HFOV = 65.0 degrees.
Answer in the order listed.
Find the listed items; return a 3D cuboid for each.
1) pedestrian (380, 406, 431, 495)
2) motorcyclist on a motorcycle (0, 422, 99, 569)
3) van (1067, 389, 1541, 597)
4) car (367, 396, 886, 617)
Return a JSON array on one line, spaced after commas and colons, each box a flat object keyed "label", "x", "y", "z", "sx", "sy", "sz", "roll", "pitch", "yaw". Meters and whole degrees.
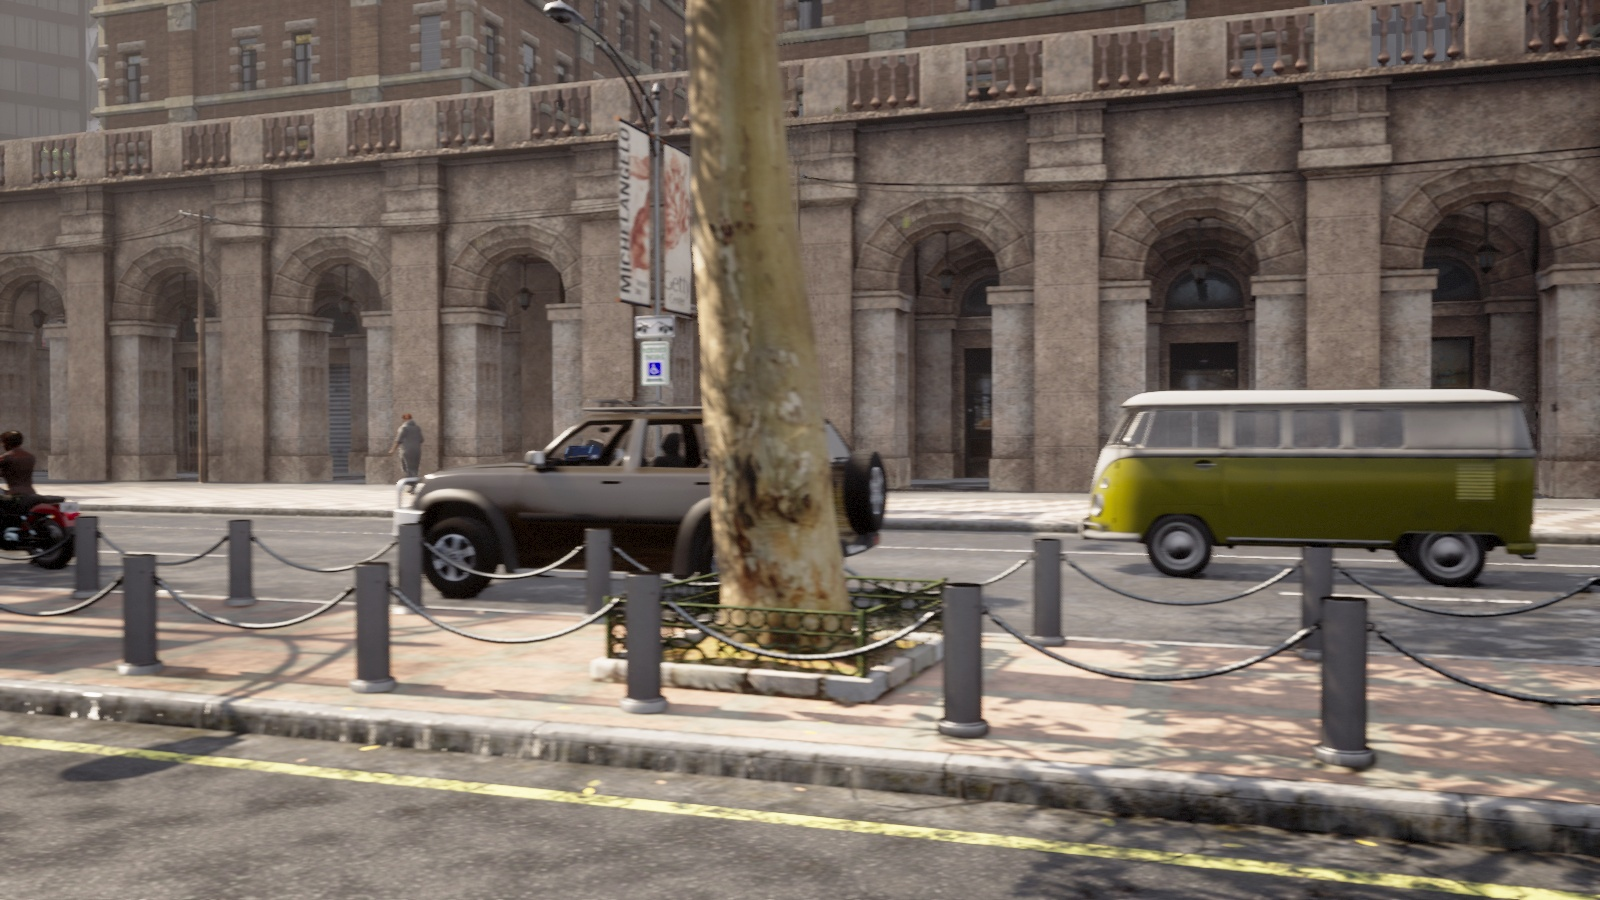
[{"label": "pedestrian", "x": -8.843, "y": -0.001, "z": 28.162, "sx": 0.873, "sy": 1.952, "sz": 0.659, "roll": 1, "pitch": 1, "yaw": 19}, {"label": "motorcyclist on a motorcycle", "x": -9.514, "y": 0.504, "z": 14.833, "sx": 2.350, "sy": 1.649, "sz": 0.766, "roll": 0, "pitch": 1, "yaw": 19}, {"label": "van", "x": 5.252, "y": 0.382, "z": 13.555, "sx": 4.442, "sy": 1.987, "sz": 1.775, "roll": 1, "pitch": 1, "yaw": 19}, {"label": "car", "x": -1.649, "y": 0.442, "z": 12.186, "sx": 4.605, "sy": 1.855, "sz": 1.932, "roll": 1, "pitch": 1, "yaw": 18}]
